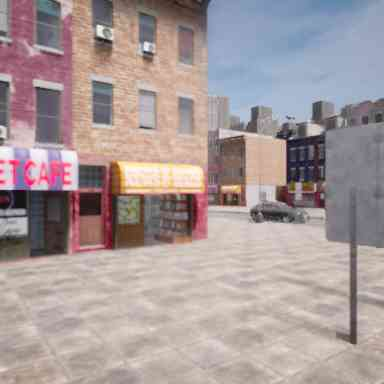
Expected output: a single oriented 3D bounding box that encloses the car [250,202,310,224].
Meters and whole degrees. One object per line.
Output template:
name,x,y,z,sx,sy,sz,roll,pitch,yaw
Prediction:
car,6.514,1.534,25.047,1.837,1.490,4.892,0,0,-35
